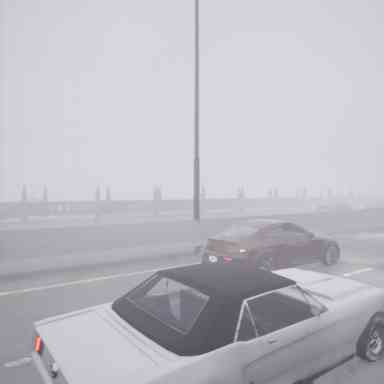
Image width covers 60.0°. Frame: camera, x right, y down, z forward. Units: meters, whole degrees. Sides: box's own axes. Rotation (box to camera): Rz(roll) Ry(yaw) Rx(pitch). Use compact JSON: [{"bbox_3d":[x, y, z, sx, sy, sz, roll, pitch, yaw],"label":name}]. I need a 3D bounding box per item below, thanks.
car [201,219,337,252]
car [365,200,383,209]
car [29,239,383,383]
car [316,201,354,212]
[{"bbox_3d":[2.406,1.528,9.762,4.674,1.442,1.812,0,0,-35],"label":"car"},{"bbox_3d":[18.031,1.498,29.742,4.902,1.511,2.128,0,0,-35],"label":"car"},{"bbox_3d":[0.672,1.602,4.225,4.718,1.301,1.895,0,0,-35],"label":"car"},{"bbox_3d":[15.867,1.608,36.796,4.718,1.301,1.895,0,0,-35],"label":"car"}]
